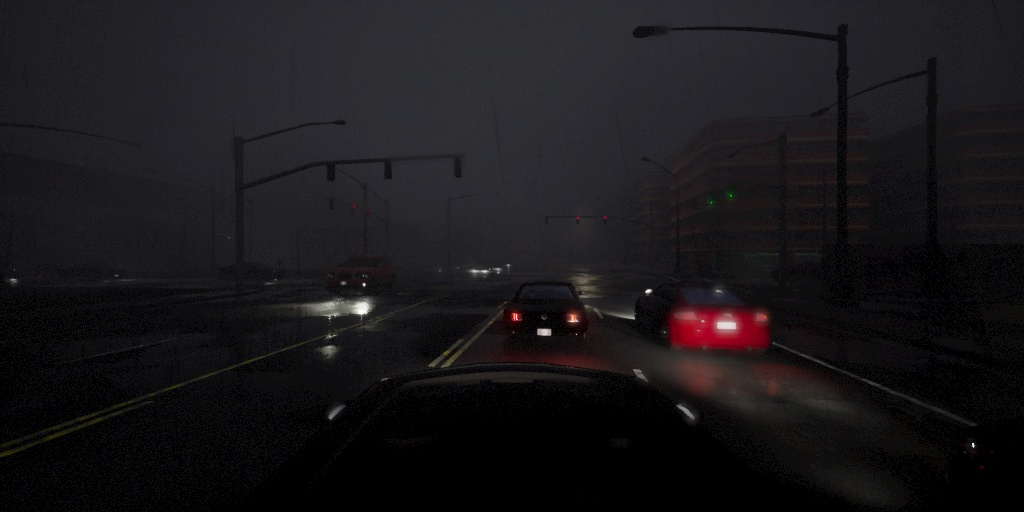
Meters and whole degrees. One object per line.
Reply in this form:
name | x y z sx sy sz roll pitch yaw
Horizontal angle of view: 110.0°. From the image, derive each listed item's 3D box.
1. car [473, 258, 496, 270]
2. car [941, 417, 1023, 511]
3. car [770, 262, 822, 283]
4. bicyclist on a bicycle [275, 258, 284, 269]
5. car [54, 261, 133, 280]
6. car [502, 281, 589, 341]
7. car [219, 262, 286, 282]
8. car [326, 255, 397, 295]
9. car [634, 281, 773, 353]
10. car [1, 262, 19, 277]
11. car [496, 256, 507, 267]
car | -3.880 1.176 48.705 1.994 1.385 4.181 0 1 8
car | 3.640 1.242 0.203 2.128 1.511 4.902 0 0 1
car | 22.803 1.228 27.591 5.008 1.535 1.882 0 0 7
bicyclist on a bicycle | -26.420 1.053 40.582 0.582 1.620 1.656 0 0 7
car | -35.700 1.351 30.678 4.718 1.301 1.895 0 0 8
car | 0.996 1.351 9.915 1.895 1.301 4.718 0 0 8
car | -20.846 1.227 28.889 5.008 1.535 1.882 0 0 7
car | -8.251 0.966 20.277 2.150 2.045 5.566 1 0 -1
car | 4.400 1.314 8.915 1.994 1.385 4.181 0 0 7
car | -48.571 1.276 33.797 4.674 1.442 1.812 0 0 28
car | -2.533 1.064 58.559 1.895 1.301 4.718 0 1 8
